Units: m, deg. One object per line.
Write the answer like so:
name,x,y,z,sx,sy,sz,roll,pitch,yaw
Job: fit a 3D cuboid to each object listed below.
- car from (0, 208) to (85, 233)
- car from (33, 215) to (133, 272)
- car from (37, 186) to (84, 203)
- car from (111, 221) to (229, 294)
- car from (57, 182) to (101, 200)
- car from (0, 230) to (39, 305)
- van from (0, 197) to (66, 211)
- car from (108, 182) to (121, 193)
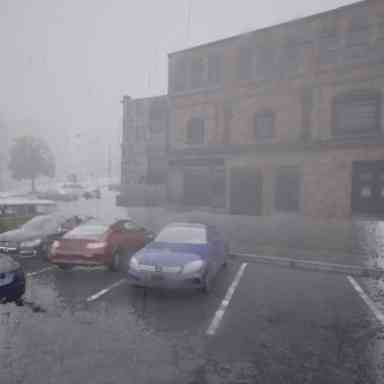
car,-5.104,1.552,12.559,2.231,1.521,4.892,0,-1,14
car,-2.615,1.571,10.852,2.002,1.452,4.674,0,-1,14
car,-15.509,0.439,38.367,4.674,1.452,2.002,0,6,8
car,-0.119,1.552,9.144,2.002,1.452,4.674,0,-1,14
car,-14.085,-0.135,41.000,5.566,2.045,2.435,0,6,8
car,-5.432,1.618,7.086,4.181,1.385,1.994,0,0,34
van,-7.641,1.343,14.126,1.878,1.987,4.442,0,-1,13
car,-9.893,-0.737,49.005,4.892,1.521,2.231,0,6,8
